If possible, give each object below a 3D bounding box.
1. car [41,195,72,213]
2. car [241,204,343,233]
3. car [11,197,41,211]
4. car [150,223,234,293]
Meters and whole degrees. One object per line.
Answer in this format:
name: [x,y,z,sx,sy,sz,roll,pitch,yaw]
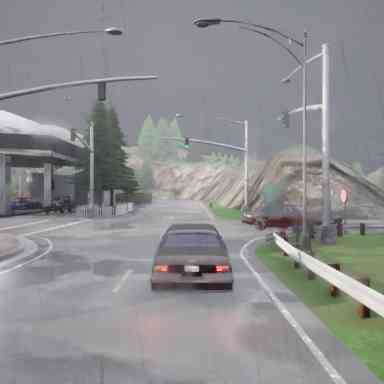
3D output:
car: [-14.541,1.313,36.468,1.905,1.878,3.866,0,0,-1]
car: [5.347,1.379,18.236,5.357,1.411,2.033,-1,0,41]
car: [-20.250,1.480,40.744,2.242,1.667,4.611,0,0,-1]
car: [0.001,1.547,9.002,2.033,1.411,5.357,0,0,0]
